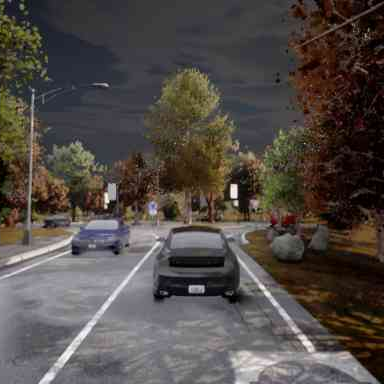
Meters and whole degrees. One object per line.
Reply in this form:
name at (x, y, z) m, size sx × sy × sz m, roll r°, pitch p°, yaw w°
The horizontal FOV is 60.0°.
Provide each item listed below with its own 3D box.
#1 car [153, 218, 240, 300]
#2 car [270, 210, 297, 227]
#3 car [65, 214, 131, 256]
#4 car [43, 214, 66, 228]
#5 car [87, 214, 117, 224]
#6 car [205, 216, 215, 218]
car at (0.104, 1.632, 8.680) m, size 1.837 × 1.490 × 4.892 m, roll 0°, pitch -1°, yaw 0°
car at (11.412, 3.278, 41.029) m, size 2.150 × 2.045 × 5.566 m, roll -2°, pitch -4°, yaw 32°
car at (-3.816, 1.859, 14.723) m, size 1.812 × 1.442 × 4.674 m, roll 0°, pitch -2°, yaw -3°
car at (-15.508, 3.350, 38.010) m, size 1.837 × 1.490 × 4.892 m, roll 1°, pitch -4°, yaw -40°
car at (-15.991, 4.796, 59.295) m, size 1.837 × 1.490 × 4.892 m, roll -6°, pitch -5°, yaw 42°
car at (3.089, 5.302, 64.182) m, size 4.718 × 1.301 × 1.895 m, roll -1°, pitch -4°, yaw 22°
